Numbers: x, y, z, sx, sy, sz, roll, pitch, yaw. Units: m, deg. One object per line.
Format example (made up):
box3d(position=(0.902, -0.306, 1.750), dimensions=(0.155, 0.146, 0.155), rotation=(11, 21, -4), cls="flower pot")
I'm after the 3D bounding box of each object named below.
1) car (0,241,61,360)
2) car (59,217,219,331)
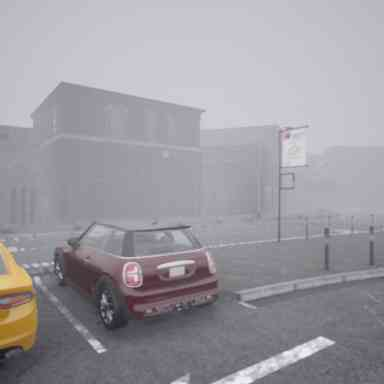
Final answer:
box3d(position=(-3.964, 1.481, 5.549), dimensions=(2.097, 1.535, 5.008), rotation=(0, 0, -36), cls="car")
box3d(position=(-1.478, 1.350, 7.291), dimensions=(2.185, 1.767, 4.553), rotation=(0, 0, -36), cls="car")
